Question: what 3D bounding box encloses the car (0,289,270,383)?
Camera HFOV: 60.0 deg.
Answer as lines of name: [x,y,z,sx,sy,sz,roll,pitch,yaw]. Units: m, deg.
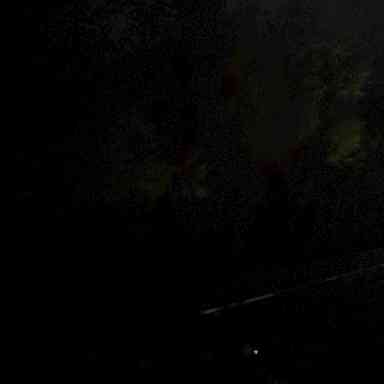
car: [-1.861,1.547,2.421,5.357,1.411,2.033,0,0,-36]
